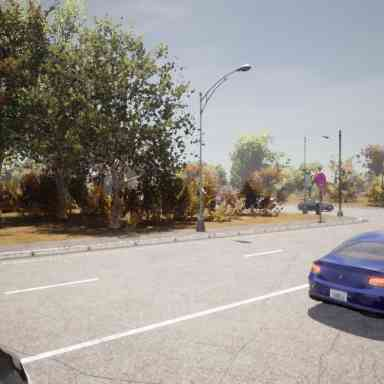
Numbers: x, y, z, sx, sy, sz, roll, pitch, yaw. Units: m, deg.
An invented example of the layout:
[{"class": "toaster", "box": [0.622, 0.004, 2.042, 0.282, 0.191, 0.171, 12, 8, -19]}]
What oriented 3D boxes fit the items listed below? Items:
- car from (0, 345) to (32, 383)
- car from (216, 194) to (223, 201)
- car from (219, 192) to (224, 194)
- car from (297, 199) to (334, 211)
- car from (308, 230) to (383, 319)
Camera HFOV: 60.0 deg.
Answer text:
[{"class": "car", "box": [-3.324, 1.492, 1.375, 4.902, 1.511, 2.128, 0, 0, -35]}, {"class": "car", "box": [3.987, 1.459, 56.270, 1.812, 1.442, 4.674, 0, 1, -32]}, {"class": "car", "box": [4.229, 1.095, 62.802, 2.150, 2.045, 5.566, 0, 1, -32]}, {"class": "car", "box": [14.616, 1.564, 39.447, 1.994, 1.385, 4.181, 0, 0, -32]}, {"class": "car", "box": [4.276, 1.526, 6.801, 4.674, 1.442, 1.812, 0, 0, -36]}]
